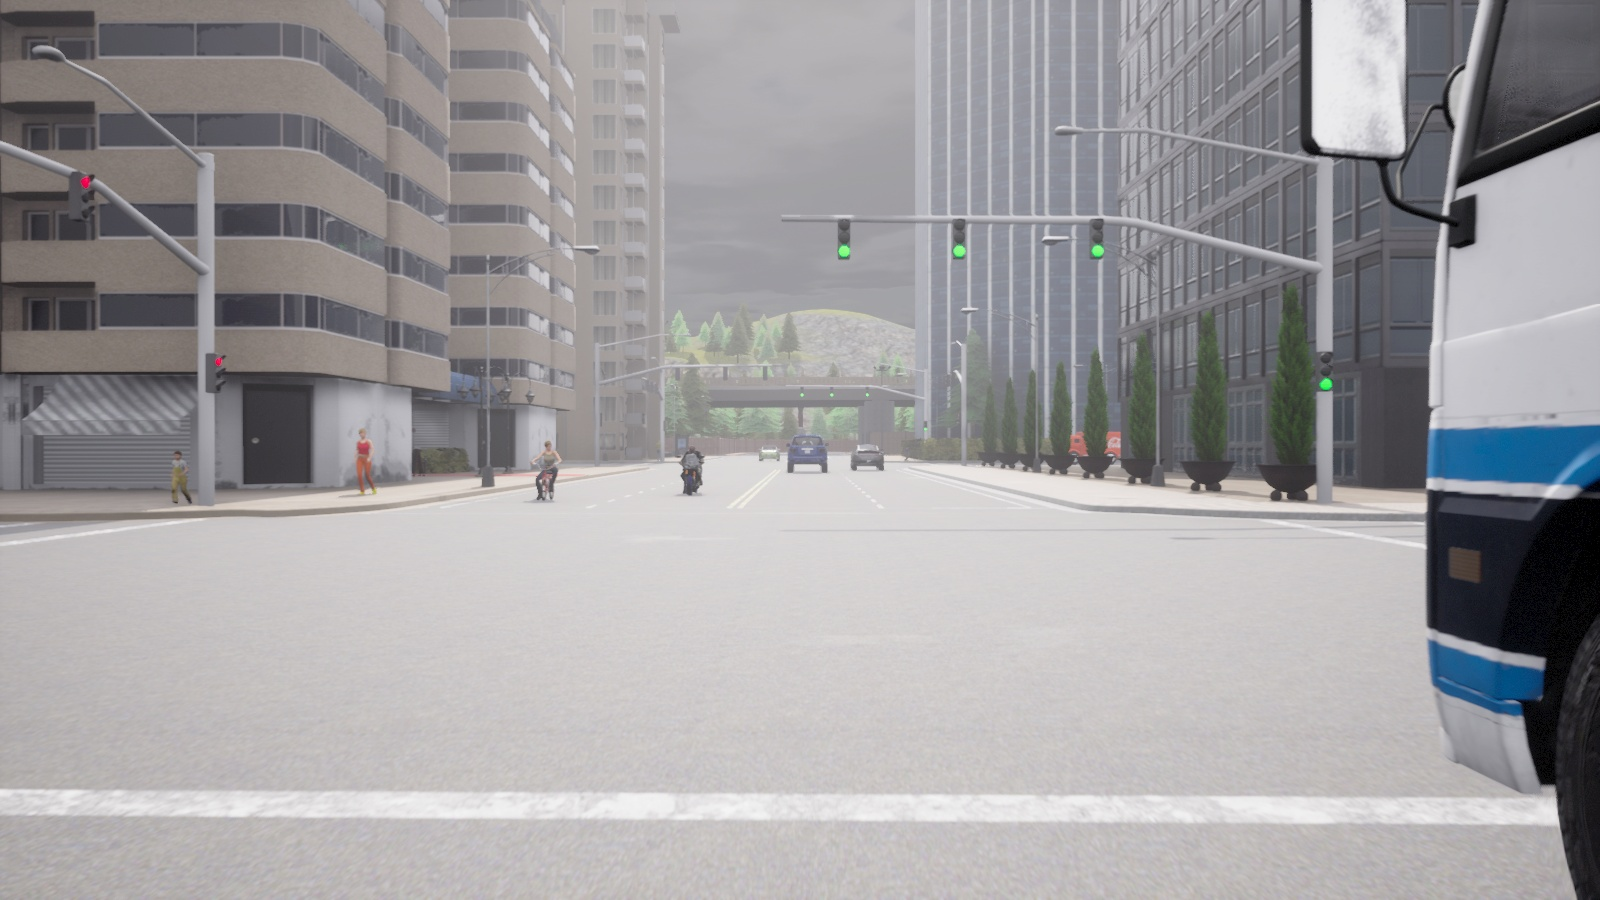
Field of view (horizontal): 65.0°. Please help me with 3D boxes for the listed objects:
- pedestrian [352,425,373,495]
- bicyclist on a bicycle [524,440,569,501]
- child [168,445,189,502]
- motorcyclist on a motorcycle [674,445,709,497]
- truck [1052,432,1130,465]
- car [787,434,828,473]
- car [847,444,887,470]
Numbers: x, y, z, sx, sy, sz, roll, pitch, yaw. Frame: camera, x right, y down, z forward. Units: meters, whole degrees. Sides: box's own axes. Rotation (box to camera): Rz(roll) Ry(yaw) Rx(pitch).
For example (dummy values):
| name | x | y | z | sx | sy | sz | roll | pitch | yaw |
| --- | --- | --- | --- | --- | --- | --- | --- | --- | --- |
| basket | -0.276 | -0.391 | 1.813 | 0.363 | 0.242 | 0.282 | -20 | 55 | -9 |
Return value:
| name | x | y | z | sx | sy | sz | roll | pitch | yaw |
| --- | --- | --- | --- | --- | --- | --- | --- | --- | --- |
| pedestrian | -11.662 | 0.260 | 33.469 | 0.345 | 1.836 | 0.594 | 0 | 0 | 1 |
| bicyclist on a bicycle | -6.786 | 0.541 | 33.674 | 0.866 | 1.612 | 1.509 | 0 | 0 | 1 |
| child | -13.949 | 0.520 | 28.182 | 0.270 | 1.263 | 0.437 | 0 | 0 | -1 |
| motorcyclist on a motorcycle | -3.266 | 0.625 | 38.014 | 0.866 | 1.530 | 2.191 | 0 | 0 | 0 |
| truck | 21.661 | -0.103 | 93.736 | 5.204 | 2.467 | 2.627 | 0 | 0 | 0 |
| car | 0.415 | 0.184 | 69.342 | 2.150 | 2.045 | 5.566 | 0 | 0 | 0 |
| car | 3.943 | 0.404 | 74.423 | 2.128 | 1.511 | 4.902 | 0 | 0 | 0 |
